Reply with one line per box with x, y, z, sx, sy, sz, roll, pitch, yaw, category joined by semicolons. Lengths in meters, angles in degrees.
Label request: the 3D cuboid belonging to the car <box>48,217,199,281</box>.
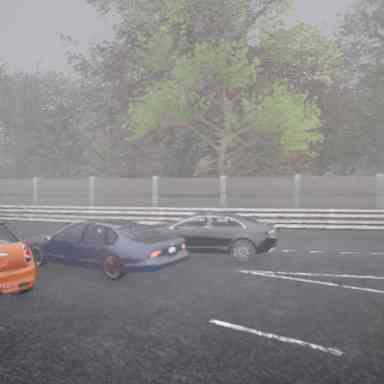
-2.696;1.514;9.686;5.357;1.411;2.033;0;0;30;car

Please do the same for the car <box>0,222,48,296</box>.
-5.538;1.336;7.213;4.553;1.767;2.097;0;0;31;car

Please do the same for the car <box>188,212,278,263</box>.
0.437;1.448;11.400;4.902;1.511;2.128;0;0;14;car
